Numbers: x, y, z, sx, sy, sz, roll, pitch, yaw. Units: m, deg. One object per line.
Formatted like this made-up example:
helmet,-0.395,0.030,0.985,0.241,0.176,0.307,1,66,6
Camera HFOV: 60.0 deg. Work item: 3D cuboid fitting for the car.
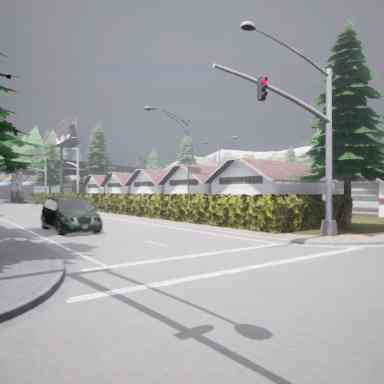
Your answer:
car,-6.998,1.351,18.920,2.150,2.045,5.566,0,1,-37
